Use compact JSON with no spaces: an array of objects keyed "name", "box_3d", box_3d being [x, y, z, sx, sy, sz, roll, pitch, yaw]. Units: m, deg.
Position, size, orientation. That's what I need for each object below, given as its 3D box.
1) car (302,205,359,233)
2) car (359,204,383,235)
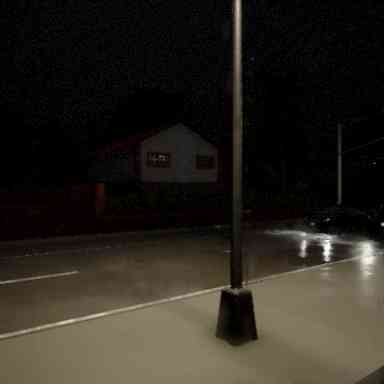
[{"name":"car","box_3d":[8.600,1.514,19.846,4.674,1.442,1.812,0,0,-35]},{"name":"car","box_3d":[11.454,1.205,17.571,5.566,2.045,2.150,0,0,-35]}]
